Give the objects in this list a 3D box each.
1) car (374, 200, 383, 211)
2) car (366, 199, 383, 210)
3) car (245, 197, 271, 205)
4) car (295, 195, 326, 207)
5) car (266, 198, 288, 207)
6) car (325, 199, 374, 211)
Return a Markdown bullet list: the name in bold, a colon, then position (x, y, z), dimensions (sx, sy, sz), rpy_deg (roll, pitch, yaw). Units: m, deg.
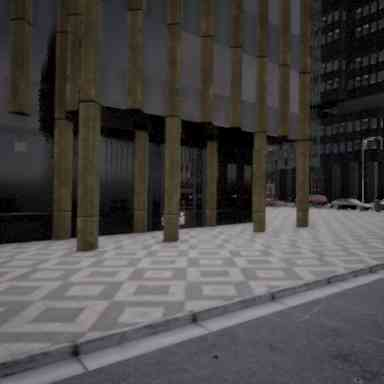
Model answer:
- **car**: position (20.742, 1.414, 32.337), dimensions (2.008, 1.369, 4.403), rpy_deg (1, -1, -35)
- **car**: position (24.529, 1.579, 41.760), dimensions (2.008, 1.369, 4.403), rpy_deg (1, -1, -35)
- **car**: position (11.827, 1.626, 59.784), dimensions (1.947, 1.339, 4.313), rpy_deg (1, -1, -35)
- **car**: position (18.181, 1.359, 50.775), dimensions (2.192, 1.841, 5.009), rpy_deg (1, -1, -35)
- **car**: position (11.215, 1.468, 45.856), dimensions (1.802, 1.307, 4.206), rpy_deg (1, -1, -35)
- **car**: position (17.566, 1.436, 36.843), dimensions (1.947, 1.339, 4.313), rpy_deg (1, -1, -35)
